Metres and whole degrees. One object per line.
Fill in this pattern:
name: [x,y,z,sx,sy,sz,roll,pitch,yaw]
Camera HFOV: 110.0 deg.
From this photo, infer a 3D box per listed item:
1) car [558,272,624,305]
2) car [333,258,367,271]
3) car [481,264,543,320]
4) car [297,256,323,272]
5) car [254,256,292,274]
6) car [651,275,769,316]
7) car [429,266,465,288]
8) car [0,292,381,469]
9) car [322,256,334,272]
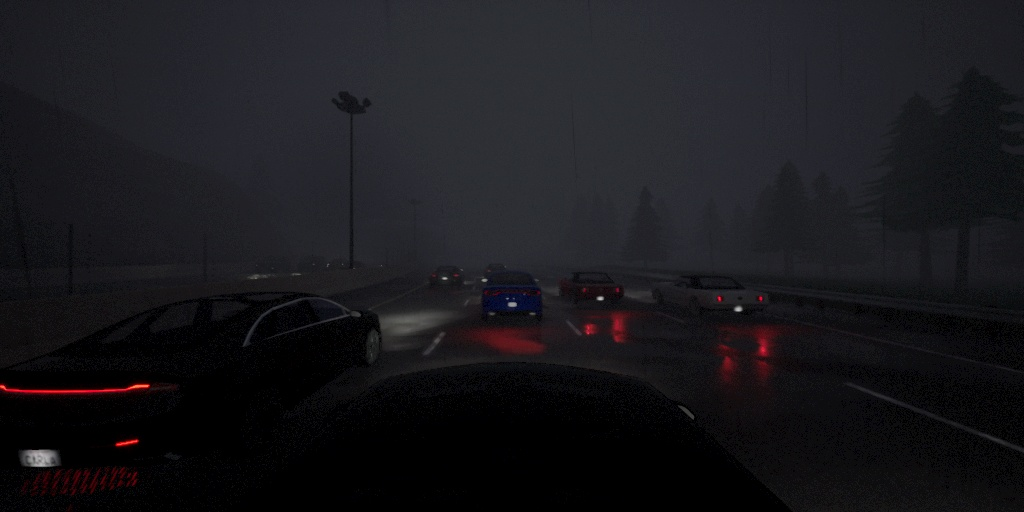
car: [3.318,1.351,16.094,1.895,1.301,4.718,0,0,-3]
car: [-16.701,1.229,37.684,1.882,1.535,5.008,0,0,-9]
car: [-0.056,1.228,12.676,1.882,1.535,5.008,0,0,-2]
car: [-25.247,0.975,45.527,2.150,2.045,5.566,0,0,-12]
car: [-28.214,0.975,42.521,2.150,2.045,5.566,0,0,-11]
car: [6.932,1.351,13.302,1.895,1.301,4.718,0,0,-2]
car: [-4.198,1.315,23.513,1.994,1.385,4.181,0,0,-5]
car: [-3.414,1.242,5.007,2.128,1.511,4.902,0,0,0]
car: [-21.525,1.103,44.708,2.097,1.767,4.553,0,0,-12]
